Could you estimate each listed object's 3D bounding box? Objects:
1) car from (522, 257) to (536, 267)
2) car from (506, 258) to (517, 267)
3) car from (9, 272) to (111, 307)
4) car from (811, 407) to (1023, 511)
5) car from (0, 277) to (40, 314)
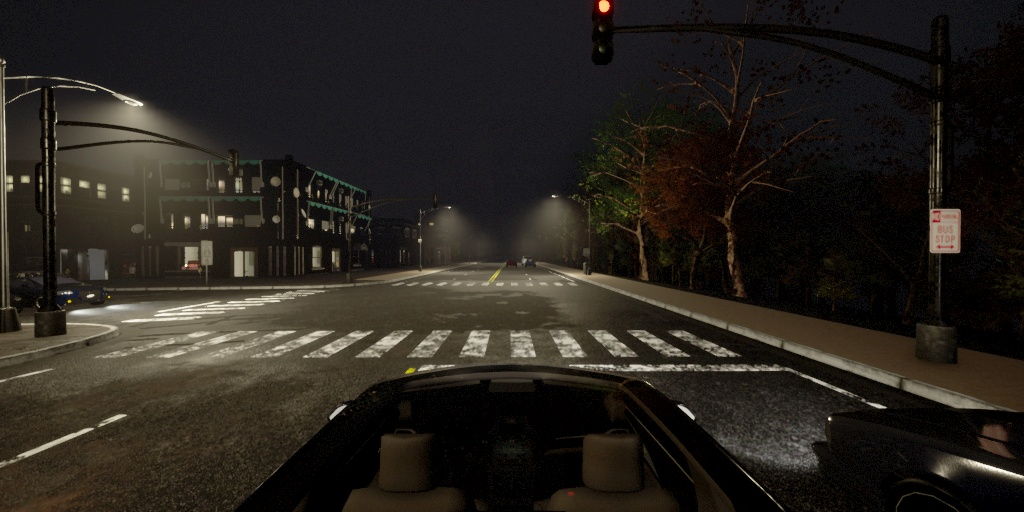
[{"bbox_3d":[3.202,1.274,63.173,2.033,1.411,5.357,0,0,0],"label":"car"},{"bbox_3d":[-0.051,1.204,63.140,1.882,1.535,5.008,0,0,0],"label":"car"},{"bbox_3d":[-19.866,1.534,15.202,4.181,1.385,1.994,-1,1,0],"label":"car"},{"bbox_3d":[3.354,1.298,0.392,2.033,1.411,5.357,0,0,0],"label":"car"},{"bbox_3d":[-19.973,1.565,12.496,4.313,1.339,1.948,0,0,0],"label":"car"}]
